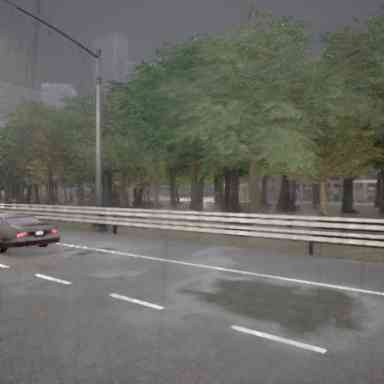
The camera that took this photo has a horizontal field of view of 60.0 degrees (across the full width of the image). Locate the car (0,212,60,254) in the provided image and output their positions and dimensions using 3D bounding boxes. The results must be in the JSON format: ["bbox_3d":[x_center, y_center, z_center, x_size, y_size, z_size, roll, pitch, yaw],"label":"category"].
[{"bbox_3d":[-7.613,1.550,13.597,5.357,1.411,2.033,0,0,35],"label":"car"}]
